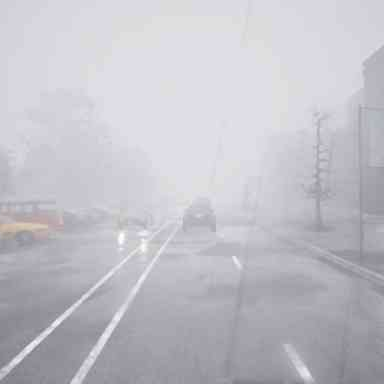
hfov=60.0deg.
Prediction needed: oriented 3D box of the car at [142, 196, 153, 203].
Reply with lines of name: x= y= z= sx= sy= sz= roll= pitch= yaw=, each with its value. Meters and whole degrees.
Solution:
car: x=-8.019 y=1.762 z=44.479 sx=4.553 sy=1.767 sz=2.185 roll=-1 pitch=0 yaw=-17

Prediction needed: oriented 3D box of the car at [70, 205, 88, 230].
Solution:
car: x=-9.136 y=1.720 z=20.768 sx=4.674 sy=1.452 sz=2.002 roll=-1 pitch=0 yaw=-19

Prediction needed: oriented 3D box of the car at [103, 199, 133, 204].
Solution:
car: x=-8.684 y=1.795 z=32.602 sx=5.008 sy=1.535 sz=2.097 roll=-1 pitch=0 yaw=-18

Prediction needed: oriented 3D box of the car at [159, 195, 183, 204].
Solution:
car: x=-5.356 y=1.755 z=82.885 sx=5.566 sy=2.045 sz=2.435 roll=-1 pitch=0 yaw=-16

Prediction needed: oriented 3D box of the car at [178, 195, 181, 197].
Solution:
car: x=-5.583 y=1.996 z=77.061 sx=5.366 sy=1.575 sz=1.946 roll=-1 pitch=0 yaw=-16

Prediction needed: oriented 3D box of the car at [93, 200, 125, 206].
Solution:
car: x=-8.999 y=1.768 z=29.579 sx=5.366 sy=1.575 sz=1.946 roll=-1 pitch=0 yaw=-18

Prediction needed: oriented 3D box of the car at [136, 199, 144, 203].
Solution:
car: x=-8.393 y=1.885 z=38.539 sx=4.674 sy=1.452 sz=2.002 roll=-1 pitch=-1 yaw=-17

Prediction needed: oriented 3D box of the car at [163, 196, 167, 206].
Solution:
car: x=-7.261 y=1.982 z=56.311 sx=4.792 sy=1.488 sz=2.163 roll=-1 pitch=0 yaw=-16

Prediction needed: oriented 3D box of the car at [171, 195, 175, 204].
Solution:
car: x=-6.607 y=1.982 z=65.189 sx=5.008 sy=1.535 sz=2.097 roll=-1 pitch=-1 yaw=-16

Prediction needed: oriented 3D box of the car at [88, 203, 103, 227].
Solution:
car: x=-9.021 y=1.750 z=23.720 sx=4.674 sy=1.452 sz=2.002 roll=0 pitch=-1 yaw=-18

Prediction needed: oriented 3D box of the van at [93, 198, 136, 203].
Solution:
van: x=-8.660 y=1.596 z=35.534 sx=4.442 sy=1.987 sz=1.878 roll=-1 pitch=0 yaw=-17

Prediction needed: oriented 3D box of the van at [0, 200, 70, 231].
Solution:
van: x=-9.115 y=1.422 z=17.843 sx=4.442 sy=1.987 sz=1.878 roll=-1 pitch=-1 yaw=-19

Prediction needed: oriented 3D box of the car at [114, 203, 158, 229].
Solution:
car: x=-3.819 y=1.744 z=23.340 sx=1.812 sy=1.442 sz=4.674 roll=0 pitch=-1 yaw=2

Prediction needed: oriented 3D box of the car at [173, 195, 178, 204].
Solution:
car: x=-6.420 y=1.739 z=68.129 sx=5.566 sy=2.045 sz=2.435 roll=-1 pitch=0 yaw=-16

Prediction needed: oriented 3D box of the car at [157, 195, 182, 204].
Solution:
car: x=-5.518 y=1.752 z=79.961 sx=5.566 sy=2.045 sz=2.435 roll=-1 pitch=0 yaw=-16

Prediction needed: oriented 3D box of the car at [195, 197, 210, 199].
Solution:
car: x=1.272 y=1.585 z=39.868 sx=2.150 sy=2.045 sz=5.566 roll=0 pitch=0 yaw=3

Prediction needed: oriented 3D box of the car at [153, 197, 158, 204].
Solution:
car: x=-7.865 y=1.908 z=47.438 sx=4.892 sy=1.521 sz=2.231 roll=-1 pitch=-1 yaw=-16

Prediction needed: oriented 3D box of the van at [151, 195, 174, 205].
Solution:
van: x=-6.288 y=1.770 z=71.053 sx=4.442 sy=1.987 sz=1.878 roll=-1 pitch=0 yaw=-16

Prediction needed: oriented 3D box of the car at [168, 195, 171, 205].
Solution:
car: x=-6.842 y=1.849 z=62.224 sx=4.553 sy=1.767 sz=2.185 roll=-1 pitch=-1 yaw=-16

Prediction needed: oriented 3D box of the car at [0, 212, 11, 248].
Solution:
car: x=-9.354 y=1.631 z=11.861 sx=4.674 sy=1.452 sz=2.002 roll=-1 pitch=-1 yaw=-19

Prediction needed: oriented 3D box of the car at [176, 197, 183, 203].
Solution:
car: x=-1.383 y=2.088 z=64.132 sx=1.895 sy=1.301 sz=4.718 roll=0 pitch=0 yaw=5

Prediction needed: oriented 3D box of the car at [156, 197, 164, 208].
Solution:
car: x=-7.480 y=1.919 z=50.456 sx=5.366 sy=1.575 sz=1.946 roll=-1 pitch=-1 yaw=-16

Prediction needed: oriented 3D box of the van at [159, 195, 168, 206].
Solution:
van: x=-7.134 y=1.739 z=59.240 sx=4.442 sy=1.987 sz=1.878 roll=-1 pitch=0 yaw=-16

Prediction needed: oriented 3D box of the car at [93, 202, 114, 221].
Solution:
car: x=-8.930 y=1.780 z=26.666 sx=4.674 sy=1.452 sz=2.002 roll=-1 pitch=0 yaw=-18

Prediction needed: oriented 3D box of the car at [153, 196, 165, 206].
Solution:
car: x=-7.627 y=1.938 z=53.315 sx=5.366 sy=1.575 sz=1.946 roll=-1 pitch=0 yaw=-16

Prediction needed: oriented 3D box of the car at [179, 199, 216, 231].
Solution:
car: x=0.503 y=1.558 z=22.275 sx=2.097 sy=1.767 sz=4.553 roll=0 pitch=-1 yaw=2

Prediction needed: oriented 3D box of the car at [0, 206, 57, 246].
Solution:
car: x=-9.117 y=1.614 z=14.892 sx=5.366 sy=1.575 sz=1.946 roll=-1 pitch=-1 yaw=-19
